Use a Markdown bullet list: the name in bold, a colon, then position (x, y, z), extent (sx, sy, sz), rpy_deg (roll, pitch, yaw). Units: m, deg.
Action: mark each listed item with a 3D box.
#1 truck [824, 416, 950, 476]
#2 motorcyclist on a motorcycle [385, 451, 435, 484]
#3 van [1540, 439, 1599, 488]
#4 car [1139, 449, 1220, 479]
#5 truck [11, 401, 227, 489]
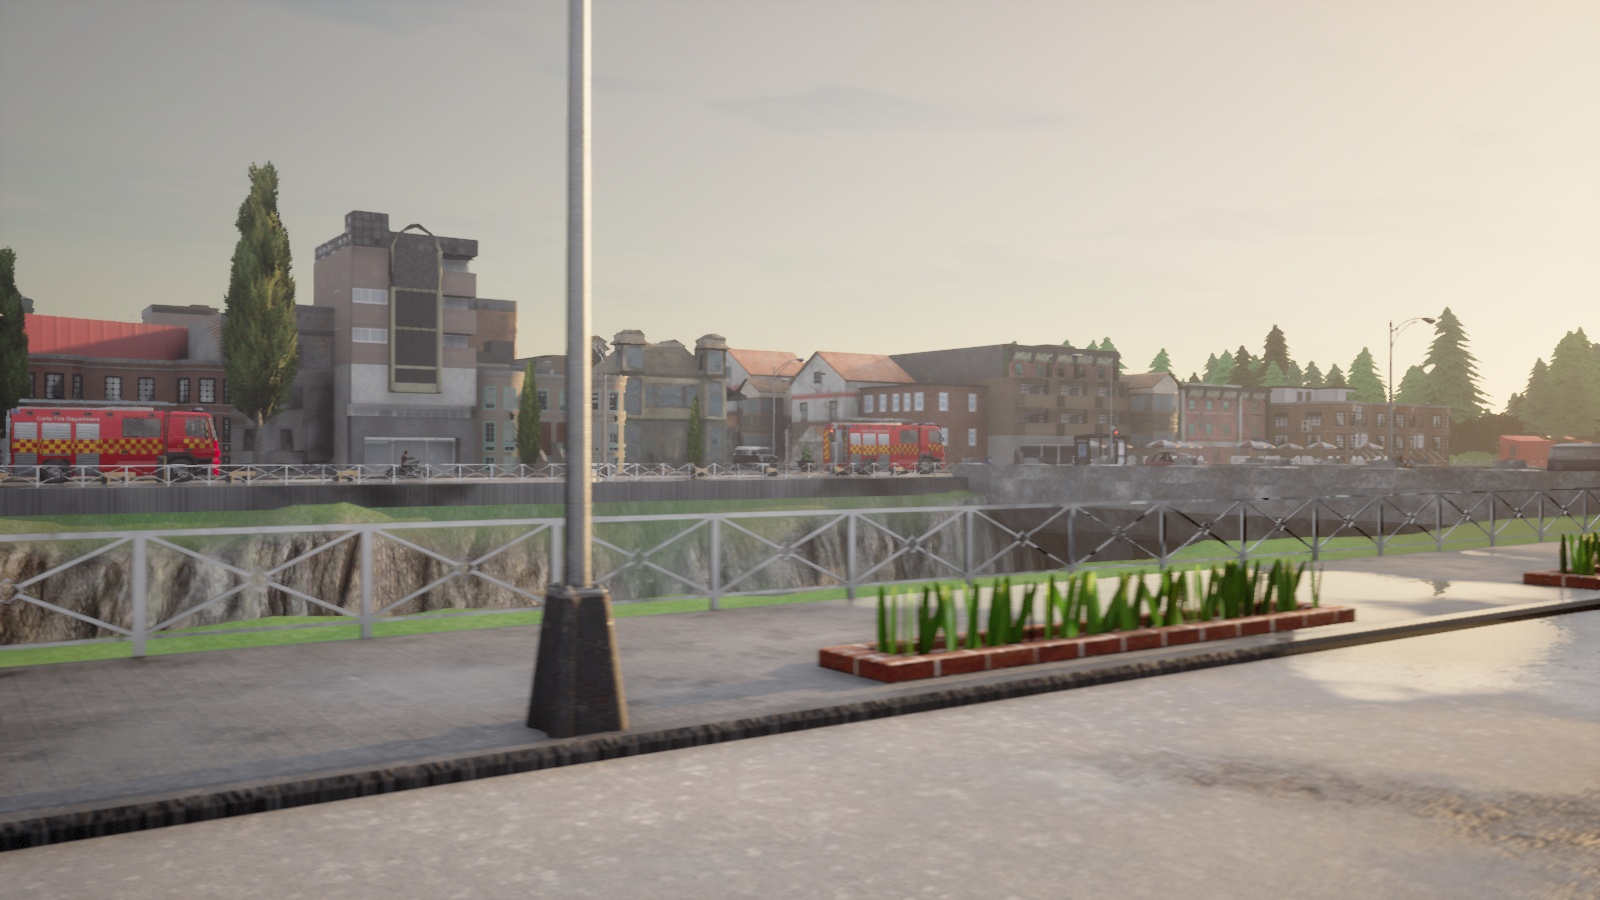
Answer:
- **truck**: position (5.878, -0.227, 83.867), extent (8.468, 3.827, 2.891), rpy_deg (0, -1, -35)
- **motorcyclist on a motorcycle**: position (-20.289, 0.898, 65.339), extent (2.350, 1.649, 0.766), rpy_deg (0, 0, -35)
- **van**: position (33.188, 0.554, 51.622), extent (1.775, 1.987, 4.442), rpy_deg (0, 0, -35)
- **car**: position (20.885, 0.769, 69.280), extent (1.851, 1.617, 3.988), rpy_deg (0, 0, -35)
- **truck**: position (-31.201, -0.212, 57.744), extent (8.468, 3.827, 2.891), rpy_deg (0, 0, -35)
